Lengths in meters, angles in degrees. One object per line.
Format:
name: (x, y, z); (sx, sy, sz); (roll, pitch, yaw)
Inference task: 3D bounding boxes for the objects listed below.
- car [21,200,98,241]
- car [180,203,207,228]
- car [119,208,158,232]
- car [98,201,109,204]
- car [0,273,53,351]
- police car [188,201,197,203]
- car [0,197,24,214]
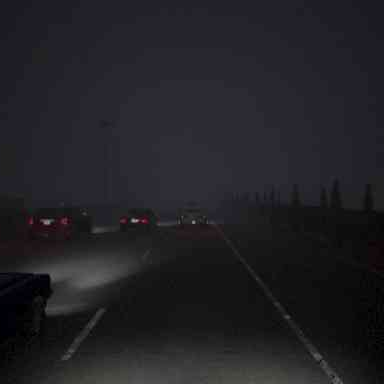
car: (-6.898, 1.523, 17.954); (2.097, 1.767, 4.553); (0, -1, 0)
car: (0.104, 1.752, 23.764); (1.812, 1.442, 4.674); (0, 0, 0)
car: (-3.399, 1.755, 21.809); (2.033, 1.411, 5.357); (0, -1, 0)
car: (-14.014, 2.066, 52.188); (1.994, 1.385, 4.181); (0, -1, 0)
car: (-3.398, 1.637, 3.821); (1.895, 1.301, 4.718); (0, -1, 0)
police car: (0.103, 1.906, 41.696); (2.038, 1.542, 4.974); (0, 0, 0)
car: (-17.581, 1.517, 30.960); (2.150, 2.045, 5.566); (0, 0, 0)
